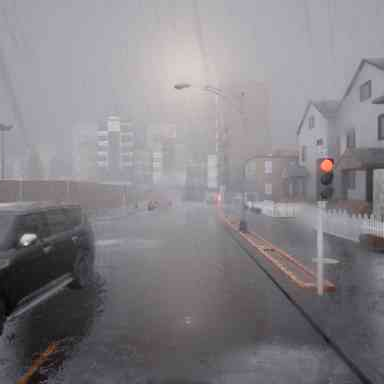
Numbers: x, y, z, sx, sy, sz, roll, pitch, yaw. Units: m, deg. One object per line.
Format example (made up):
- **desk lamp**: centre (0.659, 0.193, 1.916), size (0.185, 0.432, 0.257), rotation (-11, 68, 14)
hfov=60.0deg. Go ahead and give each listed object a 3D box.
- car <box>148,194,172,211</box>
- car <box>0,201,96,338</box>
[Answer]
- **car**: centre (-4.079, 1.221, 41.202), size (2.150, 2.045, 5.566), rotation (0, 0, 0)
- **car**: centre (-3.633, 1.221, 6.197), size (2.150, 2.045, 5.566), rotation (0, 0, 5)
